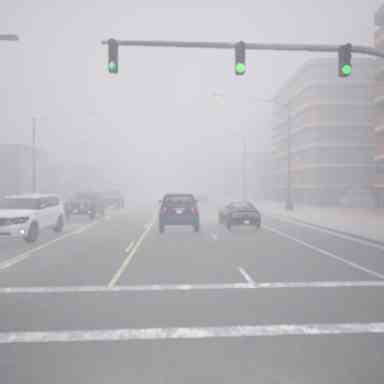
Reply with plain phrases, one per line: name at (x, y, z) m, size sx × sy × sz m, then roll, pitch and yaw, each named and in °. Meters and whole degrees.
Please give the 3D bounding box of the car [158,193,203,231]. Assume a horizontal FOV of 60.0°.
car at (-0.777, 1.049, 19.259) m, size 2.150 × 2.045 × 5.566 m, roll 0°, pitch 1°, yaw -3°

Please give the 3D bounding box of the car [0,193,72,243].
car at (-7.798, 1.113, 15.737) m, size 2.150 × 2.045 × 5.566 m, roll 0°, pitch 1°, yaw -3°

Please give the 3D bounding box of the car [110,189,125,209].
car at (-8.786, 0.755, 36.553) m, size 2.150 × 2.045 × 5.566 m, roll 0°, pitch 1°, yaw -2°

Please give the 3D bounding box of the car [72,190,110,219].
car at (-8.322, 0.950, 26.111) m, size 2.150 × 2.045 × 5.566 m, roll 0°, pitch 1°, yaw -3°

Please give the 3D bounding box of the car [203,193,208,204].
car at (1.206, 0.818, 47.158) m, size 2.128 × 1.511 × 4.902 m, roll 0°, pitch 1°, yaw -3°

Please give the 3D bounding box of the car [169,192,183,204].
car at (-2.273, 0.846, 46.603) m, size 1.837 × 1.490 × 4.892 m, roll 0°, pitch 1°, yaw -3°

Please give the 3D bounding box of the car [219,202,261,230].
car at (2.711, 1.307, 19.593) m, size 2.128 × 1.511 × 4.902 m, roll 0°, pitch 1°, yaw -3°
